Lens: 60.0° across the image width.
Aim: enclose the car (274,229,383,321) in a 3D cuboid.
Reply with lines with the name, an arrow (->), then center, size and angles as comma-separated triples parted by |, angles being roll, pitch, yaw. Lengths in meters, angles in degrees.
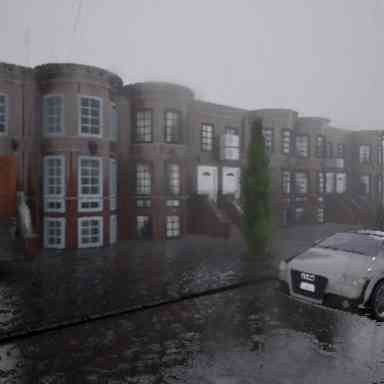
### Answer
car -> 3.749, 1.551, 7.276 | 4.181, 1.385, 1.994 | 0, 0, -35
